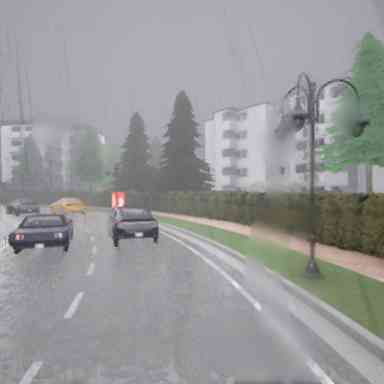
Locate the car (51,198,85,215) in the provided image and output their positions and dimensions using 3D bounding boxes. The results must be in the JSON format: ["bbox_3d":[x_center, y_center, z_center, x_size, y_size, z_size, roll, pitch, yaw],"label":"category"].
[{"bbox_3d":[-11.447,1.279,30.531,1.882,1.535,5.008,0,0,-39],"label":"car"}]

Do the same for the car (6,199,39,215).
[{"bbox_3d":[-14.885,1.318,29.204,2.128,1.511,4.902,0,1,-40],"label":"car"}]

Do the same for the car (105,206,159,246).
[{"bbox_3d":[-2.749,1.382,14.910,2.128,1.511,4.902,0,0,-18],"label":"car"}]

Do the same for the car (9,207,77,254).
[{"bbox_3d":[-5.817,1.517,13.368,1.895,1.301,4.718,0,0,-17],"label":"car"}]

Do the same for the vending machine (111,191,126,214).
[{"bbox_3d":[-6.893,0.972,31.299,1.100,2.100,0.880,-1,1,-37],"label":"vending machine"}]
